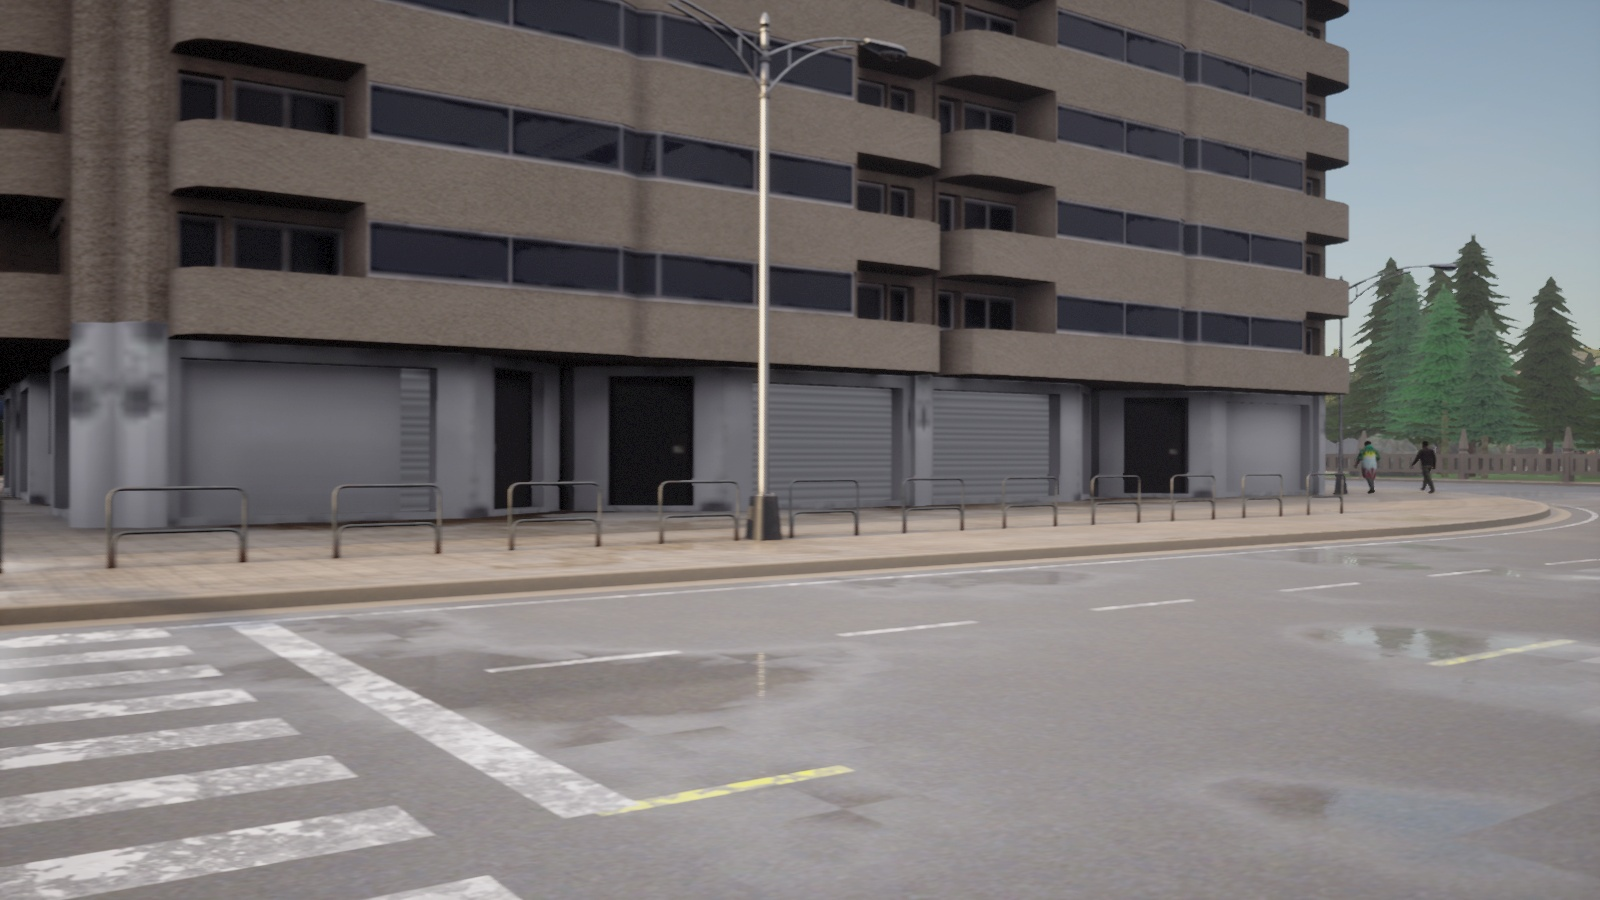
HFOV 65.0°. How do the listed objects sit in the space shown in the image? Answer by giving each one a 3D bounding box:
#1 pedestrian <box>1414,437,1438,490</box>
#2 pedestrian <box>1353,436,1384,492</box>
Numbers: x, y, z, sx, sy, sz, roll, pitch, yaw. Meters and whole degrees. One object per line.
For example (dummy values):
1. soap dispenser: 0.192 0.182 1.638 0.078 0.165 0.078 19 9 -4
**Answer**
1. pedestrian: 21.884 0.471 43.917 0.431 1.840 0.703 0 0 -6
2. pedestrian: 19.804 0.480 43.735 0.659 1.952 0.873 0 0 -2
